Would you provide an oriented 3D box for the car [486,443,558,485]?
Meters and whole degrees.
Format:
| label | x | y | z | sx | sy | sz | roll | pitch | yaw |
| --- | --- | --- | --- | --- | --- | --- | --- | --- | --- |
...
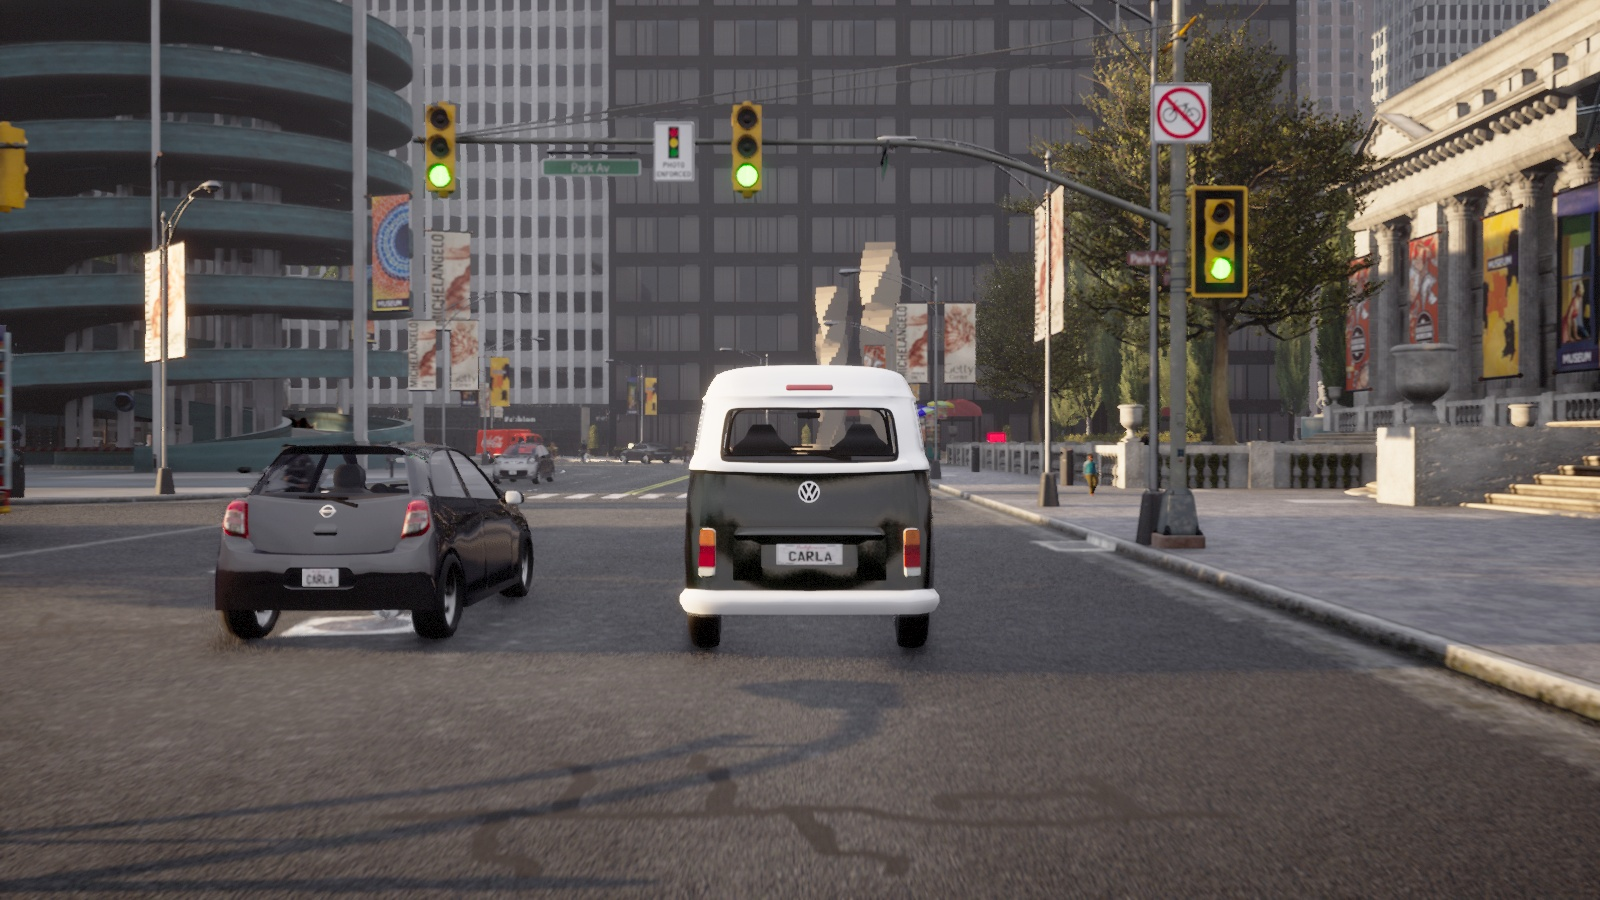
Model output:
| label | x | y | z | sx | sy | sz | roll | pitch | yaw |
| --- | --- | --- | --- | --- | --- | --- | --- | --- | --- |
| car | -10.225 | 0.491 | 46.438 | 1.845 | 1.501 | 3.633 | 0 | 0 | 0 |

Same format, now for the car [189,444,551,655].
| label | x | y | z | sx | sy | sz | roll | pitch | yaw |
| --- | --- | --- | --- | --- | --- | --- | --- | --- | --- |
| car | -3.423 | 0.697 | 10.769 | 1.845 | 1.501 | 3.633 | 0 | 0 | 0 |

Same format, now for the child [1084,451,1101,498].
| label | x | y | z | sx | sy | sz | roll | pitch | yaw |
| --- | --- | --- | --- | --- | --- | --- | --- | --- | --- |
| child | 7.377 | 0.611 | 31.692 | 0.343 | 1.192 | 0.448 | 0 | 0 | 1 |

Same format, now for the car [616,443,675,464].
| label | x | y | z | sx | sy | sz | roll | pitch | yaw |
| --- | --- | --- | --- | --- | --- | --- | --- | --- | --- |
| car | -11.139 | 0.236 | 90.170 | 1.837 | 1.490 | 4.892 | 0 | 0 | -40 |

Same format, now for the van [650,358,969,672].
| label | x | y | z | sx | sy | sz | roll | pitch | yaw |
| --- | --- | --- | --- | --- | --- | --- | --- | --- | --- |
| van | 0.075 | 0.412 | 10.394 | 2.069 | 2.038 | 4.480 | 0 | 0 | 0 |

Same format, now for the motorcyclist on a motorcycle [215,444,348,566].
| label | x | y | z | sx | sy | sz | roll | pitch | yaw |
| --- | --- | --- | --- | --- | --- | --- | --- | --- | --- |
| motorcyclist on a motorcycle | -6.889 | 0.681 | 16.819 | 0.866 | 1.530 | 2.191 | 0 | 0 | 0 |

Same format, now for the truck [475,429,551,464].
| label | x | y | z | sx | sy | sz | roll | pitch | yaw |
| --- | --- | --- | --- | --- | --- | --- | --- | --- | --- |
| truck | -20.460 | -0.259 | 89.437 | 5.204 | 2.467 | 2.627 | 0 | 0 | 38 |
